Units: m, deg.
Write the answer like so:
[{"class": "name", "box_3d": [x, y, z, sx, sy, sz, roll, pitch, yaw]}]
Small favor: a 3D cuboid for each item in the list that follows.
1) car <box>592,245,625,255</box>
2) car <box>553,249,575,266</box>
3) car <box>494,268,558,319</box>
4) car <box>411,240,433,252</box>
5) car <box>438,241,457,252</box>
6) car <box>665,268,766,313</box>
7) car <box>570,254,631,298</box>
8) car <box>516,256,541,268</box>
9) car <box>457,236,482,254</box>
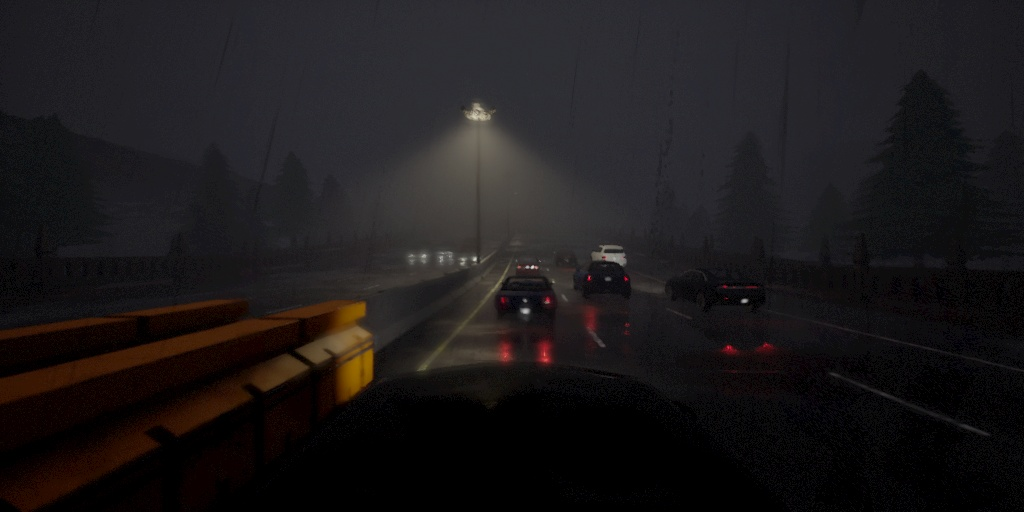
[{"class": "car", "box_3d": [8.451, 0.046, 31.726, 2.150, 2.045, 5.566, 0, 5, 3]}, {"class": "car", "box_3d": [5.083, 0.052, 34.563, 1.882, 1.535, 5.008, 0, 5, 3]}, {"class": "car", "box_3d": [0.534, 1.306, 12.717, 1.895, 1.301, 4.718, 0, 1, 3]}, {"class": "car", "box_3d": [-11.985, -1.415, 47.926, 1.882, 1.535, 5.008, 0, 7, 3]}, {"class": "car", "box_3d": [-8.483, -1.336, 47.911, 1.994, 1.385, 4.181, 0, 7, 3]}, {"class": "car", "box_3d": [7.606, 1.198, 13.941, 2.128, 1.511, 4.902, 0, 1, 3]}, {"class": "car", "box_3d": [4.292, 0.971, 17.708, 2.097, 1.767, 4.553, 0, 2, 3]}, {"class": "car", "box_3d": [1.237, 0.672, 27.821, 2.033, 1.411, 5.357, 0, 4, 3]}, {"class": "car", "box_3d": [-5.093, -1.419, 45.634, 2.150, 2.045, 5.566, 0, 7, 3]}]
